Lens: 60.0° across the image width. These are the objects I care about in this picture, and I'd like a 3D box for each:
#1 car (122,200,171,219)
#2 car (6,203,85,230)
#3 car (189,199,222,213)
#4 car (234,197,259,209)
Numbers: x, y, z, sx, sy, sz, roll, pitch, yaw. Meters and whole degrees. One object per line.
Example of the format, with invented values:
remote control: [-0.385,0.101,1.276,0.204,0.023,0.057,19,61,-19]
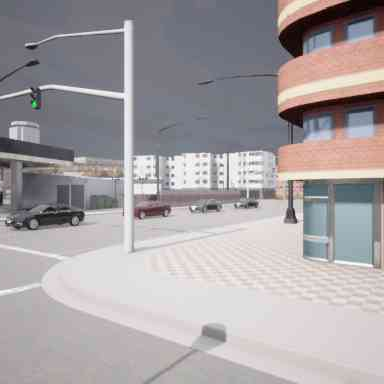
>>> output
car: [-3.866,1.478,29.011,1.882,1.535,5.008,0,0,34]
car: [-9.191,1.505,21.231,1.837,1.490,4.892,0,0,34]
car: [1.553,1.491,36.858,2.128,1.511,4.902,0,0,35]
car: [7.462,1.491,45.384,2.128,1.511,4.902,0,0,35]
